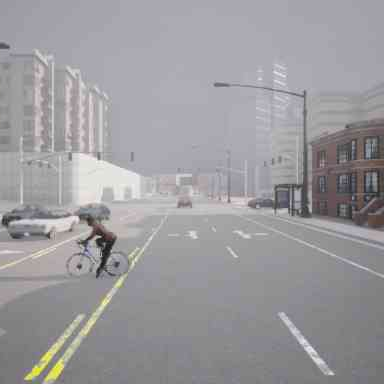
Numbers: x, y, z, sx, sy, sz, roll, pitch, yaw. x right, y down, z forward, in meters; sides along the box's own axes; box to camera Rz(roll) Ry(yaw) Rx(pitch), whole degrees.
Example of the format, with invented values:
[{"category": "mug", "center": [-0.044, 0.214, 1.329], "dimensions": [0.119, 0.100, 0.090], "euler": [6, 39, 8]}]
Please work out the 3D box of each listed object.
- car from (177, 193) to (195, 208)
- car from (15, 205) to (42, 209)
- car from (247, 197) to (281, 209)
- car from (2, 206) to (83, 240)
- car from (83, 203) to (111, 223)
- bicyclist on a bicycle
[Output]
[{"category": "car", "center": [-0.992, 1.352, 47.448], "dimensions": [2.097, 1.767, 4.553], "euler": [0, 0, -1]}, {"category": "car", "center": [-11.039, 1.564, 22.662], "dimensions": [1.994, 1.385, 4.181], "euler": [0, 0, -1]}, {"category": "car", "center": [9.766, 1.505, 44.019], "dimensions": [4.892, 1.490, 1.837], "euler": [0, 0, -8]}, {"category": "car", "center": [-7.468, 1.601, 17.164], "dimensions": [1.895, 1.301, 4.718], "euler": [0, 0, -1]}, {"category": "car", "center": [-7.576, 1.565, 25.612], "dimensions": [1.994, 1.385, 4.181], "euler": [0, 0, -1]}, {"category": "bicyclist on a bicycle", "center": [-2.481, 1.455, 8.729], "dimensions": [1.656, 1.620, 0.582], "euler": [-2, 0, -1]}]
